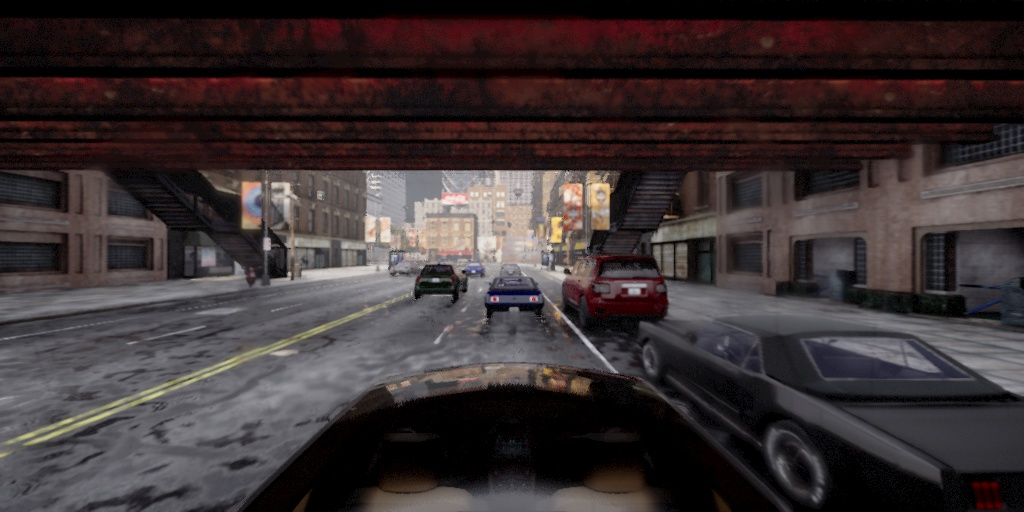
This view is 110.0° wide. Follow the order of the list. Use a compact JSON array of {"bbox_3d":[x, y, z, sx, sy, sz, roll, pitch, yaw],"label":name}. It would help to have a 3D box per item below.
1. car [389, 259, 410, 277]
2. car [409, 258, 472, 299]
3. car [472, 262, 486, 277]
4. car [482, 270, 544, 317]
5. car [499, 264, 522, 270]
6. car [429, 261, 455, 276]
[{"bbox_3d":[-10.915,1.352,36.898,2.033,1.411,5.357,0,0,-1],"label":"car"},{"bbox_3d":[-3.509,1.129,18.497,2.097,1.767,4.553,0,0,-1],"label":"car"},{"bbox_3d":[-3.729,1.334,36.776,1.812,1.442,4.674,0,0,-1],"label":"car"},{"bbox_3d":[0.047,1.371,13.318,1.895,1.301,4.718,0,0,-1],"label":"car"},{"bbox_3d":[-0.140,1.347,30.315,2.033,1.411,5.357,0,0,-1],"label":"car"},{"bbox_3d":[-7.429,1.287,38.613,1.882,1.535,5.008,0,0,-1],"label":"car"}]
